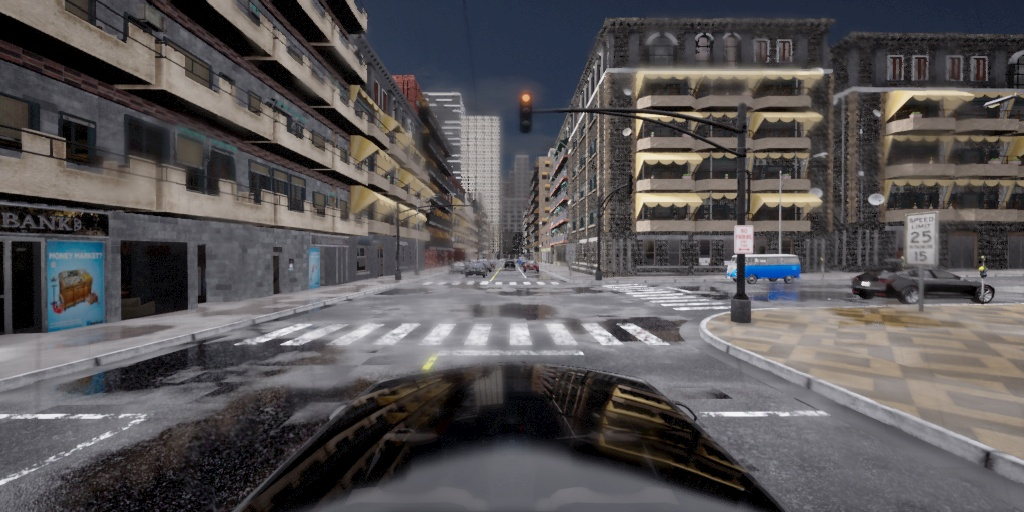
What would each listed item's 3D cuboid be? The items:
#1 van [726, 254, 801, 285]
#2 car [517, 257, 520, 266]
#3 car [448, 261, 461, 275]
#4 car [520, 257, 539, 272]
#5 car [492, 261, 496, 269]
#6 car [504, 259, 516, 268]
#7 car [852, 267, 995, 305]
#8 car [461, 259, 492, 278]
[{"bbox_3d":[15.505,0.783,22.214,3.998,1.789,1.690,0,0,-1],"label":"van"},{"bbox_3d":[2.240,1.320,62.105,2.007,1.370,4.403,0,0,0],"label":"car"},{"bbox_3d":[-5.975,1.305,39.937,2.007,1.370,4.403,0,0,0],"label":"car"},{"bbox_3d":[2.364,1.198,45.522,1.967,1.591,4.097,0,0,0],"label":"car"},{"bbox_3d":[-3.417,1.305,44.652,2.033,1.411,5.357,0,0,0],"label":"car"},{"bbox_3d":[-0.357,1.275,63.343,1.837,1.490,4.892,0,0,0],"label":"car"},{"bbox_3d":[15.686,1.077,13.836,4.313,1.339,1.948,0,0,-1],"label":"car"},{"bbox_3d":[-3.340,1.300,34.536,2.033,1.411,5.357,0,0,0],"label":"car"}]
